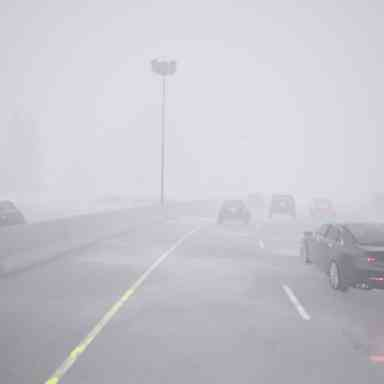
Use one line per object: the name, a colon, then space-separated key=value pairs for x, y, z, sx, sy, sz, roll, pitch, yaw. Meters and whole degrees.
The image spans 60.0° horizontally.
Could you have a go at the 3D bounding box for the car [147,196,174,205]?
car: x=-4.332 y=1.298 z=49.005 sx=1.895 sy=1.301 sz=4.718 roll=1 pitch=0 yaw=21

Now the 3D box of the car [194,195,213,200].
car: x=1.855 y=1.228 z=55.006 sx=1.882 sy=1.535 sz=5.008 roll=1 pitch=0 yaw=24

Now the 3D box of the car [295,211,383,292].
car: x=4.280 y=1.517 z=8.866 sx=1.837 sy=1.490 sz=4.892 roll=1 pitch=0 yaw=6

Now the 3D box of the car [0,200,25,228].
car: x=-9.349 y=1.155 z=14.311 sx=2.097 sy=1.767 sz=4.553 roll=1 pitch=0 yaw=8

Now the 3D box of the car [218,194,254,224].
car: x=3.158 y=1.273 z=24.098 sx=2.097 sy=1.767 sz=4.553 roll=1 pitch=0 yaw=12

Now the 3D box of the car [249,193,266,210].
car: x=8.257 y=1.121 z=42.167 sx=2.150 sy=2.045 sz=5.566 roll=1 pitch=0 yaw=20

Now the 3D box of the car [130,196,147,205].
car: x=-7.491 y=1.248 z=50.573 sx=1.895 sy=1.301 sz=4.718 roll=1 pitch=0 yaw=21

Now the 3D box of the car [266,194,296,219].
car: x=7.950 y=1.181 z=29.319 sx=2.150 sy=2.045 sz=5.566 roll=1 pitch=0 yaw=14

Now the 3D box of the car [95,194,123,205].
car: x=-11.997 y=1.076 z=48.324 sx=1.882 sy=1.535 sz=5.008 roll=1 pitch=0 yaw=19

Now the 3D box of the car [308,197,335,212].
car: x=12.268 y=1.357 z=31.712 sx=2.097 sy=1.767 sz=4.553 roll=1 pitch=0 yaw=15
